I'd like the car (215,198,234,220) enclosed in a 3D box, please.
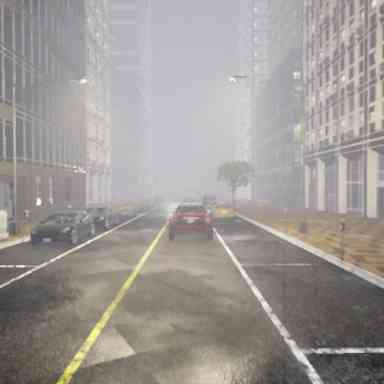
[{"bbox_3d":[2.403,1.468,27.063,1.752,1.417,4.829,-1,0,-1],"label":"car"}]

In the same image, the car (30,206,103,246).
[{"bbox_3d":[-5.853,1.569,15.509,1.947,1.339,4.313,-1,0,-1],"label":"car"}]

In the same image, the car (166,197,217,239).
[{"bbox_3d":[-0.073,1.325,17.233,2.097,1.767,4.553,0,0,-1],"label":"car"}]

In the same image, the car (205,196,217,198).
[{"bbox_3d":[2.342,1.456,32.736,1.752,1.417,4.829,-1,0,-1],"label":"car"}]

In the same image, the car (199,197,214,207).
[{"bbox_3d":[2.163,1.457,49.590,1.947,1.339,4.313,-1,0,-1],"label":"car"}]

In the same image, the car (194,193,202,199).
[{"bbox_3d":[1.674,1.176,94.989,1.967,1.590,4.097,-1,0,-1],"label":"car"}]

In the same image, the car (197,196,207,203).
[{"bbox_3d":[1.981,1.422,66.615,1.802,1.307,4.206,-1,0,-1],"label":"car"}]

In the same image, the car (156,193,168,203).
[{"bbox_3d":[-6.405,1.193,66.576,2.192,1.841,5.009,-1,0,-1],"label":"car"}]

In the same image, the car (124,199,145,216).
[{"bbox_3d":[-6.034,1.495,32.361,1.752,1.417,4.829,-1,0,-1],"label":"car"}]

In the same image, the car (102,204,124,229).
[{"bbox_3d":[-5.914,1.558,21.183,1.947,1.339,4.313,-1,0,-1],"label":"car"}]

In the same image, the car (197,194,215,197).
[{"bbox_3d":[2.218,1.221,43.915,2.192,1.841,5.009,-1,0,-1],"label":"car"}]

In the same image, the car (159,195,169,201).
[{"bbox_3d":[-6.520,1.365,77.755,1.752,1.417,4.829,-1,0,-1],"label":"car"}]

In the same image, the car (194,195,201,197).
[{"bbox_3d":[-0.322,1.416,40.662,2.128,1.511,4.902,0,0,-1],"label":"car"}]

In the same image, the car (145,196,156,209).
[{"bbox_3d":[-6.157,1.525,43.880,1.802,1.307,4.206,-1,0,-1],"label":"car"}]
